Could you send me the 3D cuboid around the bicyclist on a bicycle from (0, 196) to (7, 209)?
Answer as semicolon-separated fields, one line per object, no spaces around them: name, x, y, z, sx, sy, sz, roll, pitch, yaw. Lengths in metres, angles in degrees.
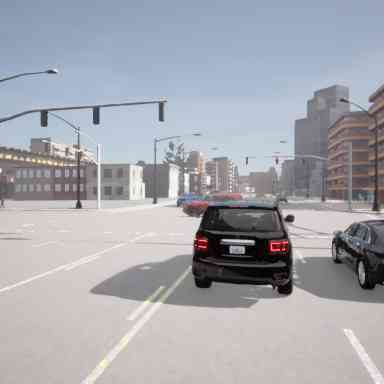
bicyclist on a bicycle;-23.742;1.303;41.537;0.582;1.620;1.656;0;0;10

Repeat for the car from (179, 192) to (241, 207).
car;2.004;1.188;29.425;5.566;2.045;2.150;0;0;10

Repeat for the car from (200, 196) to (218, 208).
car;2.436;1.381;46.090;1.837;1.490;4.892;0;1;12

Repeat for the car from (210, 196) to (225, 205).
car;4.293;1.349;55.164;1.895;1.301;4.718;0;1;12

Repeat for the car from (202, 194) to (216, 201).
car;3.456;1.075;68.235;2.033;1.411;5.357;0;1;12

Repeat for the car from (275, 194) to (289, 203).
car;16.308;1.161;60.652;2.033;1.411;5.357;0;1;11

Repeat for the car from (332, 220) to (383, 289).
car;5.118;1.505;8.945;1.837;1.490;4.892;0;0;11

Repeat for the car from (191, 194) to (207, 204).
car;1.295;1.217;57.975;1.837;1.490;4.892;0;1;11

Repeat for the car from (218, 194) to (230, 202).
car;6.184;1.091;64.268;1.837;1.490;4.892;0;1;12

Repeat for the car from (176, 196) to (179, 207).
car;-0.639;1.079;48.503;2.150;2.045;5.566;0;1;12

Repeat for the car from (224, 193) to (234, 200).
car;8.257;0.926;74.218;1.812;1.442;4.674;0;1;11

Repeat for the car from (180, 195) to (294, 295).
car;1.558;1.221;9.073;2.150;2.045;5.566;0;0;15

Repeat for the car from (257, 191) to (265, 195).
car;17.620;0.559;85.140;2.097;1.767;4.553;0;1;11
